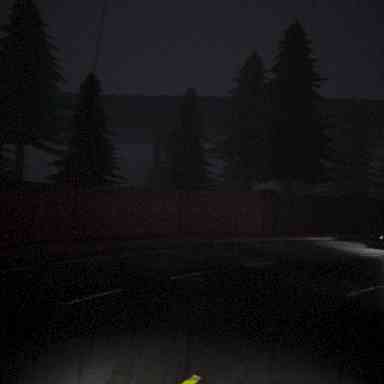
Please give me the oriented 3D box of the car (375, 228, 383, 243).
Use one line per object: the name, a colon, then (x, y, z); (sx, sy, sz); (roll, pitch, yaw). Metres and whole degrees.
car: (11.672, 2.074, 16.405); (4.892, 1.490, 1.837); (2, -1, -4)
